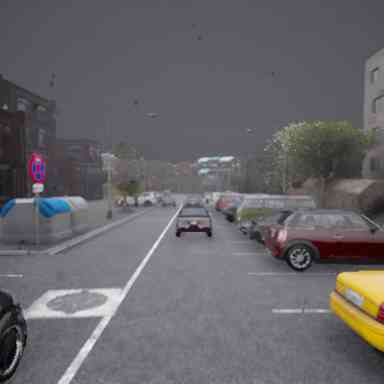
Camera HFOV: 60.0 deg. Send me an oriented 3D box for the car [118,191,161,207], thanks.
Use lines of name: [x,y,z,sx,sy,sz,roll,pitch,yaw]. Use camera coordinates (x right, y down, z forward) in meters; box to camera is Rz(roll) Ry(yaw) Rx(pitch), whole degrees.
car: [-7.713,1.061,47.621,5.566,2.045,2.435,0,0,0]

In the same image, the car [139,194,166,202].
car: [-7.692,1.252,65.126,4.892,1.521,2.231,0,0,0]

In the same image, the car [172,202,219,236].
car: [0.102,1.484,17.982,2.033,1.411,5.357,0,0,0]

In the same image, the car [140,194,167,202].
car: [-7.871,1.237,68.188,5.366,1.575,1.946,0,0,0]

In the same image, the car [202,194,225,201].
car: [4.650,1.228,71.713,4.892,1.521,2.231,0,0,0]

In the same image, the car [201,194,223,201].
car: [4.637,1.175,77.315,4.892,1.521,2.231,0,1,0]

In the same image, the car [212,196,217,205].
car: [4.675,1.394,32.607,4.792,1.488,2.163,0,0,0]

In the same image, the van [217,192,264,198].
van: [4.764,1.149,29.810,4.442,1.987,1.878,0,0,0]

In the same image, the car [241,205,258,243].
car: [4.643,1.435,13.049,4.892,1.521,2.231,0,0,0]

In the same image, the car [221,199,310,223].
car: [4.643,1.403,21.555,5.008,1.535,2.097,0,0,0]

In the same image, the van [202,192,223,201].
van: [4.527,0.986,74.505,4.442,1.987,1.878,0,1,0]

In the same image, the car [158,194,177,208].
car: [-3.090,1.348,45.068,1.837,1.490,4.892,0,0,0]

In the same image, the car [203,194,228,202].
car: [4.638,1.247,66.253,4.892,1.521,2.231,0,0,0]

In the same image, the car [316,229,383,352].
car: [4.835,1.460,4.669,5.366,1.575,1.946,0,0,0]

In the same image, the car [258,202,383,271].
car: [4.617,1.318,10.257,4.553,1.767,2.185,0,0,0]

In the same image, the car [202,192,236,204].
car: [4.617,1.025,57.746,5.566,2.045,2.435,0,0,0]

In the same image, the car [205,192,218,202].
car: [4.677,1.170,52.284,4.553,1.767,2.185,0,0,0]

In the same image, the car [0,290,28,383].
car: [-3.100,1.555,2.573,1.994,1.385,4.181,0,0,0]

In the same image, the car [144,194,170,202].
car: [-7.501,1.226,71.128,5.366,1.575,1.946,0,0,0]

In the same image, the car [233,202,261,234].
car: [4.655,1.425,15.843,4.892,1.521,2.231,0,0,0]

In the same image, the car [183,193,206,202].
car: [0.096,1.224,36.408,2.097,1.767,4.553,0,0,0]

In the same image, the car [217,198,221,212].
car: [4.645,1.424,27.017,4.674,1.452,2.002,0,0,0]

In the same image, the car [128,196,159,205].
car: [-7.682,1.332,53.373,4.674,1.452,2.002,0,0,0]

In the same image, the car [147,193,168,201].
car: [-7.656,1.089,74.069,4.553,1.767,2.185,0,0,0]

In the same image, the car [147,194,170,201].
car: [-7.692,1.182,76.900,5.008,1.535,2.097,0,1,0]

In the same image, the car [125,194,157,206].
car: [-7.653,1.177,50.434,4.553,1.767,2.185,0,0,0]

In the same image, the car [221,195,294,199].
car: [4.678,1.269,24.225,4.553,1.767,2.185,0,0,0]

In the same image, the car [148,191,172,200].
car: [-7.659,0.873,79.840,5.566,2.045,2.435,0,1,0]

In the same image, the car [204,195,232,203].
car: [4.639,1.266,60.542,5.008,1.535,2.097,0,0,0]
